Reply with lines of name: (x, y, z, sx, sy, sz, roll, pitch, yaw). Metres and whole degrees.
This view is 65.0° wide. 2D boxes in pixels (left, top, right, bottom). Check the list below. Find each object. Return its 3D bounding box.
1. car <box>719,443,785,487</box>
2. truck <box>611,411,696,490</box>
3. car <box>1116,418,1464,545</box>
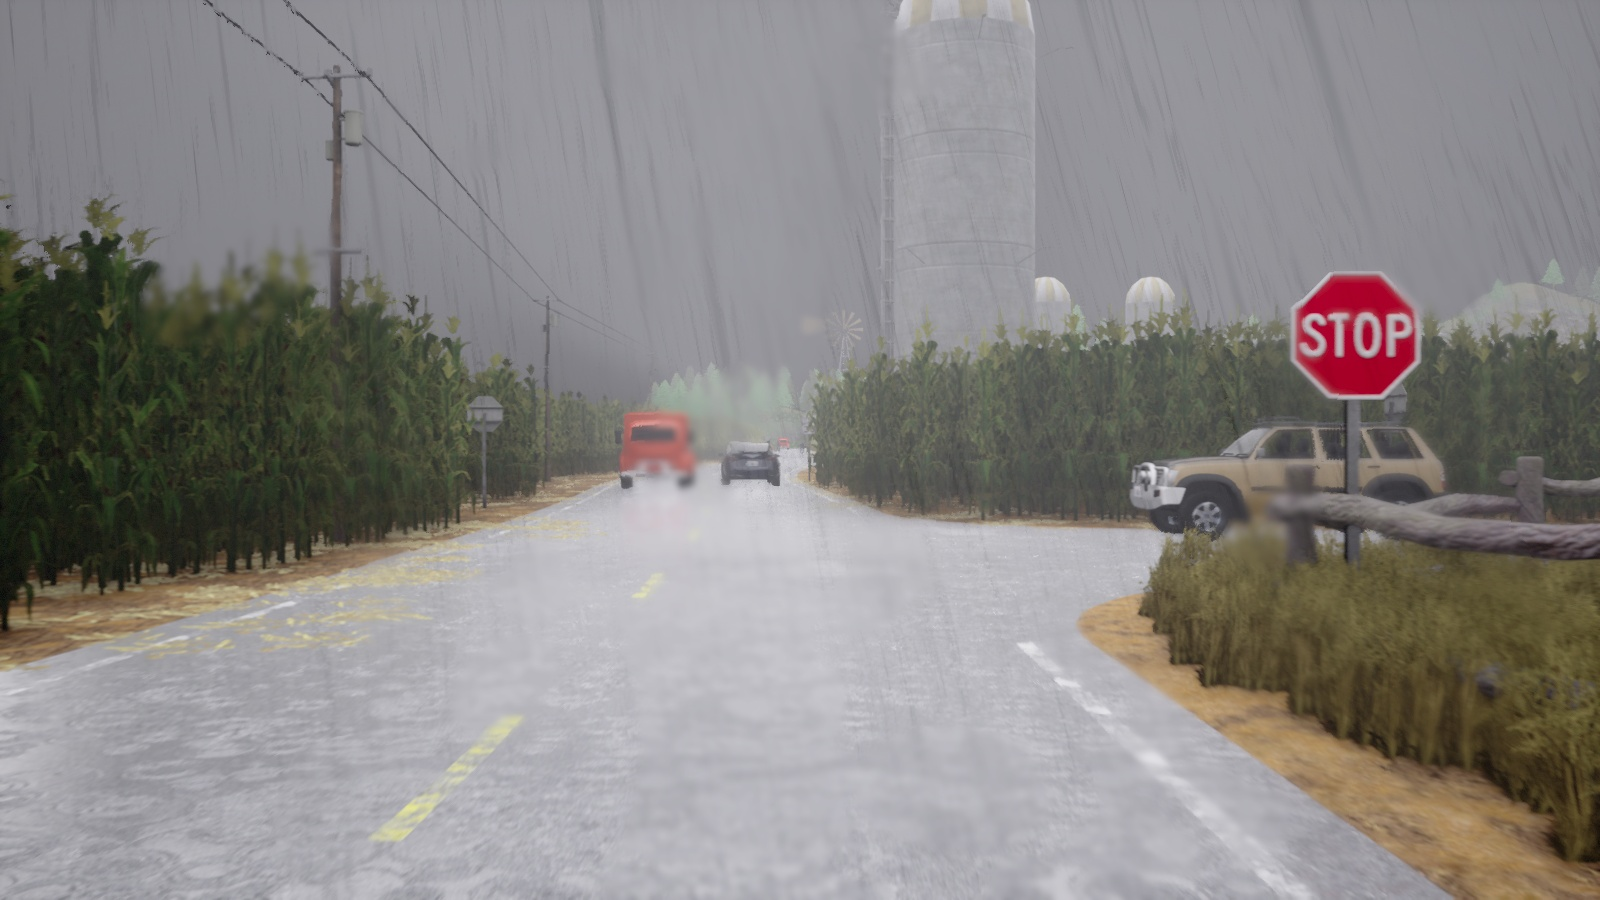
car: (-1.778, 0.479, 44.538, 2.163, 1.488, 4.792, 0, 0, -4)
truck: (-4.772, 0.007, 41.777, 2.627, 2.467, 5.204, 0, 0, -5)
car: (7.408, 0.454, 19.340, 4.605, 1.855, 1.932, 0, 0, 0)
